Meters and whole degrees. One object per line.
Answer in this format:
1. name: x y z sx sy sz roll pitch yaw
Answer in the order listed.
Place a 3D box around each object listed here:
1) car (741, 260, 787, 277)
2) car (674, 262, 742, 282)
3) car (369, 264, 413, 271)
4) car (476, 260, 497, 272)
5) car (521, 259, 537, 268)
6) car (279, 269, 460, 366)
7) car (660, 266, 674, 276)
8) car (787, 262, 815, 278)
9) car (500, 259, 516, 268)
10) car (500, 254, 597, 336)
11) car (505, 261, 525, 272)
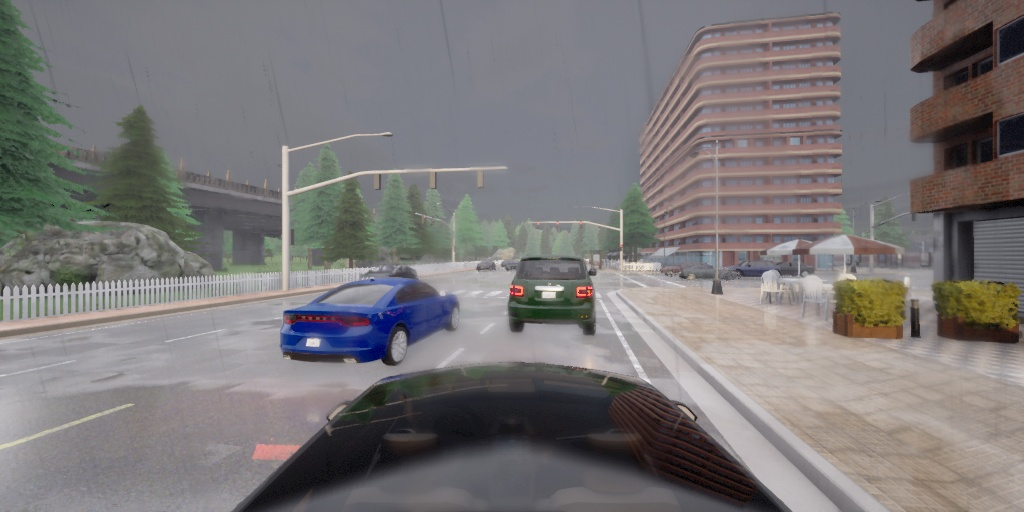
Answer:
1. car: 21.519 1.157 32.484 4.553 1.767 2.097 0 0 10
2. car: 16.126 1.369 29.764 4.181 1.385 1.994 0 0 11
3. car: -7.506 1.241 22.123 2.128 1.511 4.902 0 0 10
4. car: -3.250 1.259 46.199 1.837 1.490 4.892 0 0 10
5. car: 2.877 1.241 60.669 2.128 1.511 4.902 0 0 10
6. car: -2.709 1.228 8.141 1.882 1.535 5.008 0 0 11
7. car: 17.701 1.331 36.793 4.674 1.442 1.812 0 0 13
8. car: 26.616 1.310 35.121 4.892 1.490 1.837 0 0 10
9. car: -0.684 1.255 60.609 1.837 1.490 4.892 0 0 10
10. car: 1.320 0.971 10.720 2.150 2.045 5.566 0 0 10
11. car: 0.412 1.316 46.810 1.994 1.385 4.181 0 0 10
